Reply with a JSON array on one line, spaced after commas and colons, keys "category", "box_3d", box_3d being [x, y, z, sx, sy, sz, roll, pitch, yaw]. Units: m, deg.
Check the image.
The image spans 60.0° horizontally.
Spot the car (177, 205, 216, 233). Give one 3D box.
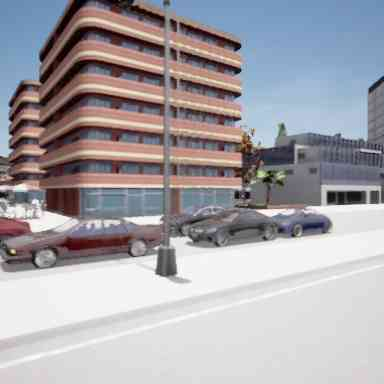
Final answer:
[{"category": "car", "box_3d": [0.471, 1.489, 18.398, 4.902, 1.511, 2.128, 0, 0, -35]}]

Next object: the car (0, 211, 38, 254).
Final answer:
[{"category": "car", "box_3d": [-8.355, 1.526, 12.143, 4.674, 1.442, 1.812, 0, 0, -35]}]

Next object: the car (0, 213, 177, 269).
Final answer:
[{"category": "car", "box_3d": [-3.425, 1.547, 11.351, 5.357, 1.411, 2.033, 0, 0, -35]}]

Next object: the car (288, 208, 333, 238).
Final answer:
[{"category": "car", "box_3d": [5.641, 1.563, 17.795, 4.181, 1.385, 1.994, 0, 0, -35]}]

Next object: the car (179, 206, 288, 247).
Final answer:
[{"category": "car", "box_3d": [1.988, 1.525, 15.116, 4.674, 1.442, 1.812, 0, 0, -36]}]
